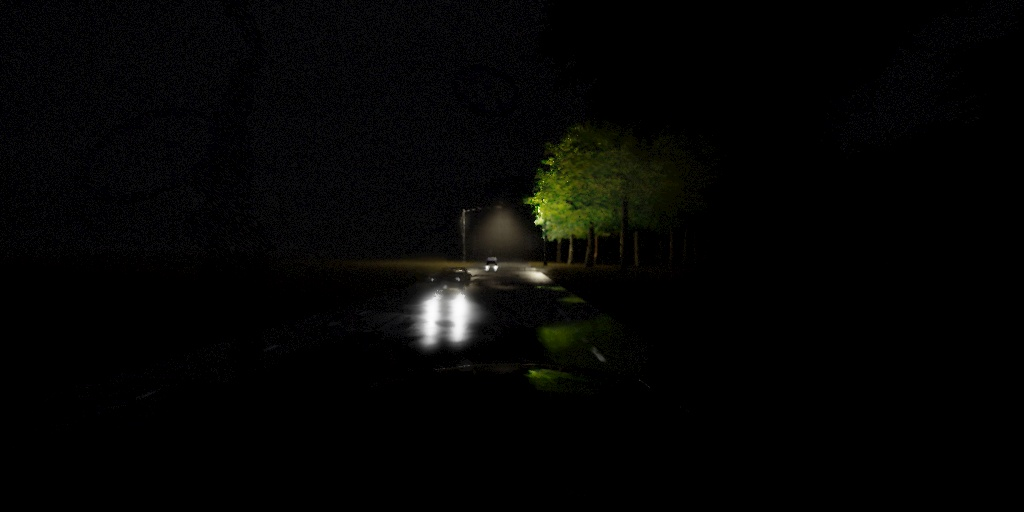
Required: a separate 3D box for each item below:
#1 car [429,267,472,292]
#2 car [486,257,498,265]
[{"bbox_3d":[-3.600,1.353,21.591,1.895,1.301,4.718,0,0,0],"label":"car"},{"bbox_3d":[-3.525,0.891,62.518,1.895,1.301,4.718,0,1,1],"label":"car"}]
